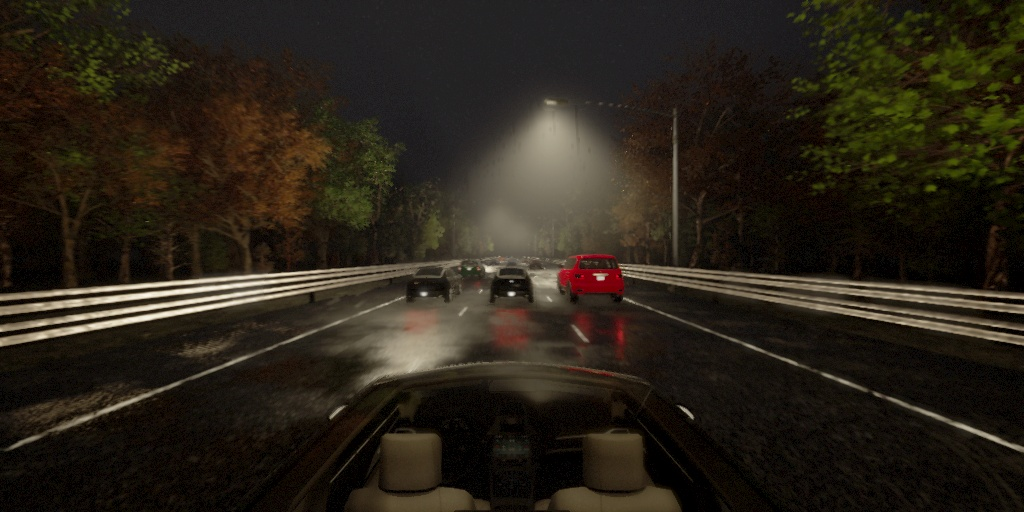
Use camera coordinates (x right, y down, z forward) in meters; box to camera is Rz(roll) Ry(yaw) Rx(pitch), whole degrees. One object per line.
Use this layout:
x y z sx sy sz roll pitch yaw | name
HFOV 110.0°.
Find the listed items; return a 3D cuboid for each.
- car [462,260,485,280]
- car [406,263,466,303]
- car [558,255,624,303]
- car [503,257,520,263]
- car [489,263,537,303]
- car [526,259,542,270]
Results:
-3.521 1.110 31.695 2.097 1.767 4.553 0 0 0 | car
-3.512 1.266 16.721 1.837 1.490 4.892 0 0 0 | car
3.488 0.971 16.773 2.150 2.045 5.566 0 0 0 | car
-0.036 1.280 63.785 2.033 1.411 5.357 0 0 0 | car
-0.012 1.261 16.723 1.837 1.490 4.892 0 0 0 | car
3.468 1.261 53.791 1.812 1.442 4.674 0 0 0 | car
